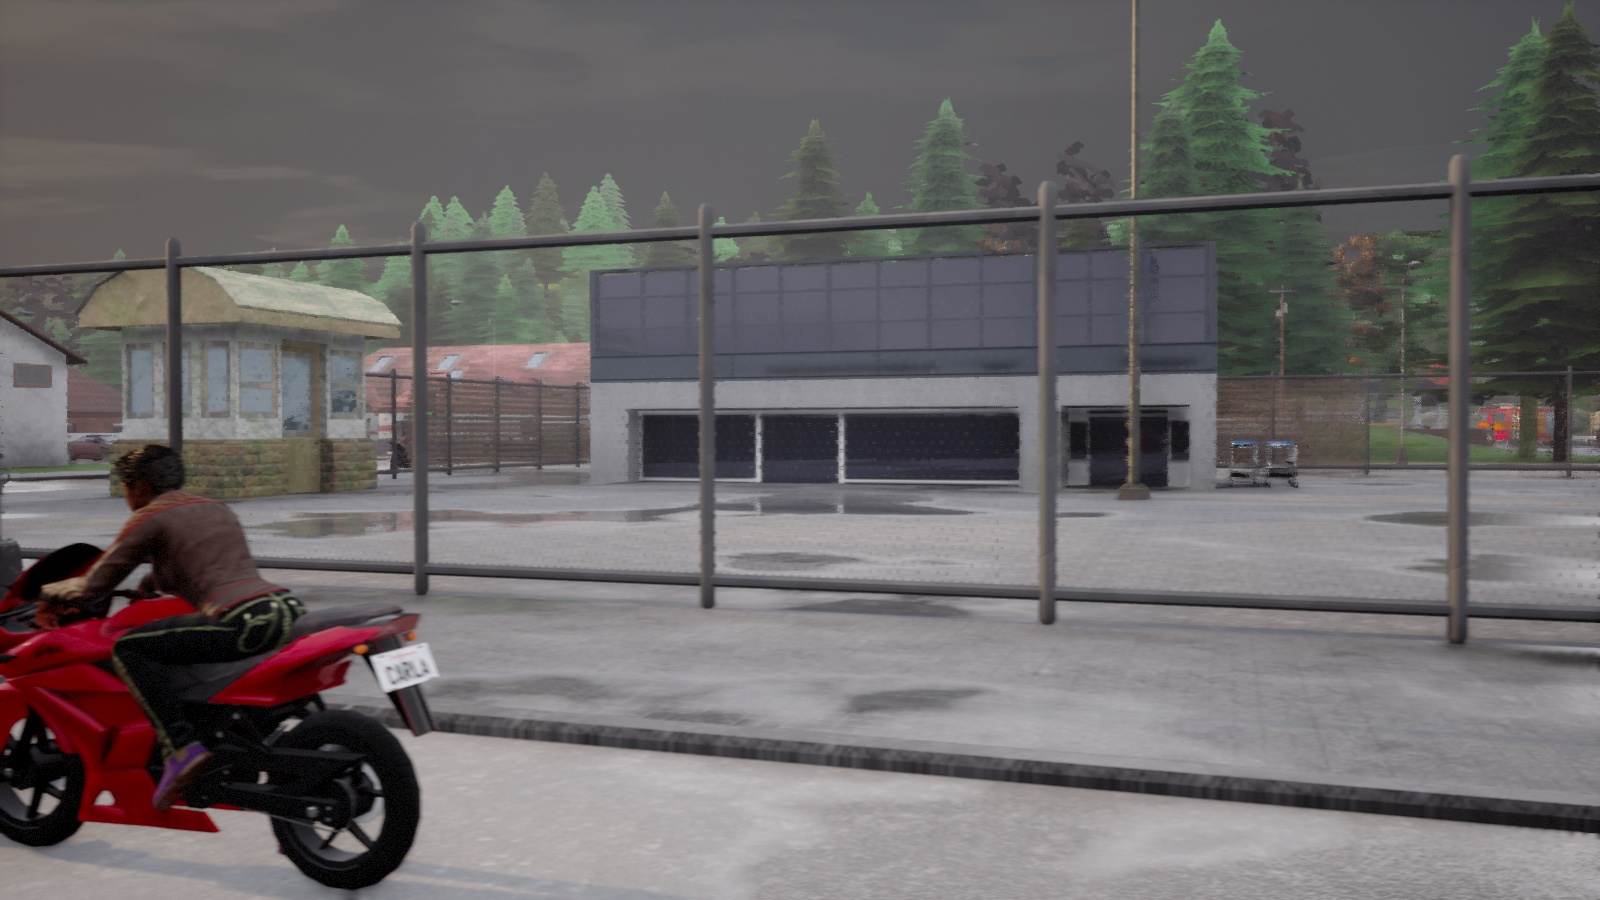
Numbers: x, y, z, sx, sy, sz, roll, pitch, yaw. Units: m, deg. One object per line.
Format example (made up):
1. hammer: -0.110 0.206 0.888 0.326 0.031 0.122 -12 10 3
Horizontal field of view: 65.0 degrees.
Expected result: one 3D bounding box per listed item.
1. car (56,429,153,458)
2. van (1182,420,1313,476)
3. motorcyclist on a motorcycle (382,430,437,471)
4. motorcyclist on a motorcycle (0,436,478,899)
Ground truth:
1. car: -35.085 -0.340 63.389 4.181 1.385 1.994 1 1 18
2. van: 16.351 -0.095 46.024 4.442 1.987 1.775 0 1 19
3. motorcyclist on a motorcycle: -14.910 -0.010 48.011 0.866 1.530 2.191 1 1 19
4. motorcyclist on a motorcycle: -2.262 0.722 4.492 2.044 1.523 0.797 1 1 19
